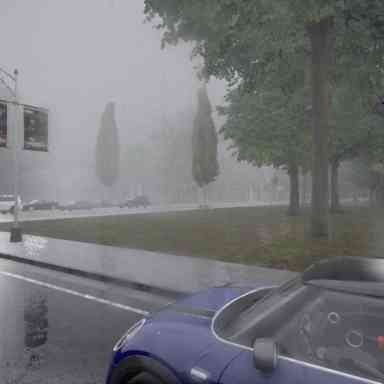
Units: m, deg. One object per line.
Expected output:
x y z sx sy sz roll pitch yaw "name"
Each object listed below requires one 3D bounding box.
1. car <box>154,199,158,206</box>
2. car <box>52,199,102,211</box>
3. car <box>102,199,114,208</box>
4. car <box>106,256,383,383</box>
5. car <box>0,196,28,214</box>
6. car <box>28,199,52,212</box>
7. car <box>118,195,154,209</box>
-8.150 1.835 59.652 2.128 1.511 4.902 0 0 36 "car"
-15.121 1.778 44.079 2.033 1.411 5.357 0 0 35 "car"
-14.096 1.836 51.209 1.994 1.385 4.181 0 0 35 "car"
1.394 1.352 2.694 4.553 1.767 2.097 0 0 36 "car"
-21.085 1.398 35.563 2.150 2.045 5.566 0 0 34 "car"
-19.778 1.695 43.090 1.882 1.535 5.008 0 0 35 "car"
-9.132 1.514 52.631 2.150 2.045 5.566 0 0 36 "car"
